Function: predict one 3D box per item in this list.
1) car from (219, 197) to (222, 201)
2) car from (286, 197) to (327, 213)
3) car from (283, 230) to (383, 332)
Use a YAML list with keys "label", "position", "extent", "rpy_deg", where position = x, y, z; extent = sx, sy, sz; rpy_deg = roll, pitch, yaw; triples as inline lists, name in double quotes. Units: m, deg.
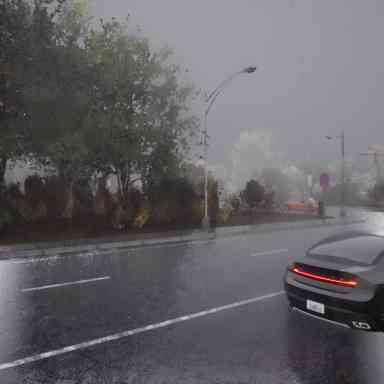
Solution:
- label: "car"
  position: [4.527, 1.354, 69.521]
  extent: [1.994, 1.385, 4.181]
  rpy_deg: [0, 1, -33]
- label: "car"
  position: [12.533, 1.352, 36.838]
  extent: [2.097, 1.767, 4.553]
  rpy_deg: [0, 0, -32]
- label: "car"
  position: [3.858, 1.505, 6.489]
  extent: [4.892, 1.490, 1.837]
  rpy_deg: [0, 0, -35]
